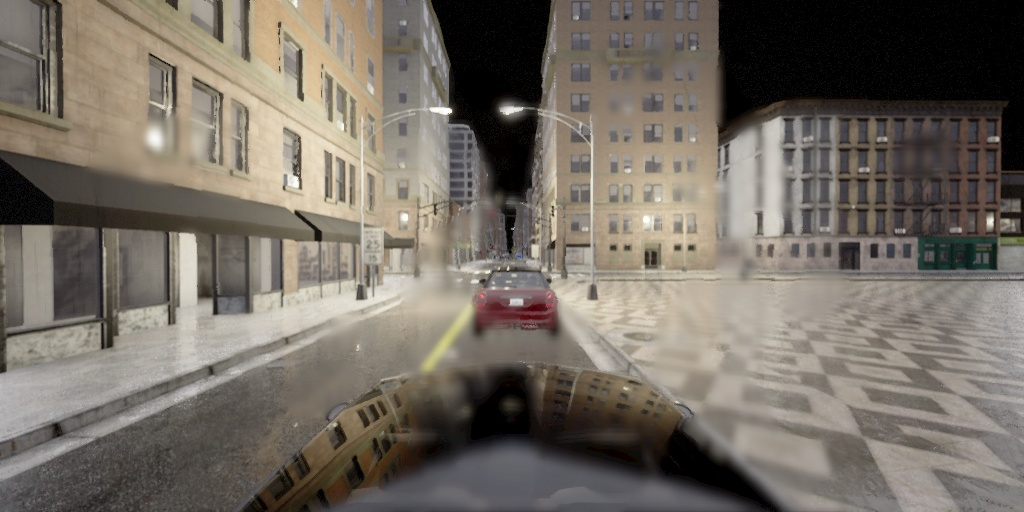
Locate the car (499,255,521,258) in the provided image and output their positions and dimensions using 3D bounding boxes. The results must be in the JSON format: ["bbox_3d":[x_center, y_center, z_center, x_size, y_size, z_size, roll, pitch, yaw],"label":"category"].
[{"bbox_3d":[0.059,0.976,20.042,2.097,1.767,4.553,0,0,-1],"label":"car"}]

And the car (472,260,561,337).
[{"bbox_3d":[0.107,1.044,10.226,2.097,1.767,4.553,0,0,0],"label":"car"}]
